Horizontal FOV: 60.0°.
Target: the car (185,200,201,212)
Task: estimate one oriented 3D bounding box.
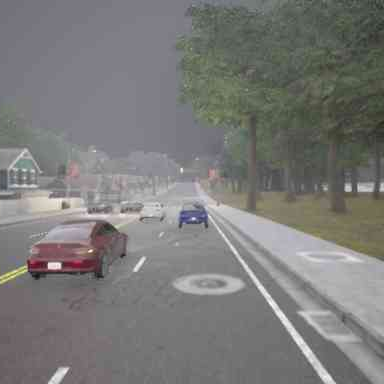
[{"bbox_3d":[0.086,1.708,41.023,1.895,1.301,4.718,0,0,0],"label":"car"}]

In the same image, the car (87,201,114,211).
[{"bbox_3d":[-9.775,1.642,35.741,1.994,1.385,4.181,0,0,0],"label":"car"}]

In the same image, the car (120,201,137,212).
[{"bbox_3d":[-6.518,1.647,36.513,1.994,1.385,4.181,0,0,0],"label":"car"}]

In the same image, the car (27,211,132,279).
[{"bbox_3d":[-3.150,1.526,9.920,1.812,1.442,4.674,0,0,0],"label":"car"}]

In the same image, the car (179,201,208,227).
[{"bbox_3d":[0.094,1.495,22.930,1.882,1.535,5.008,0,0,0],"label":"car"}]

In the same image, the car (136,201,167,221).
[{"bbox_3d":[-3.157,1.562,27.658,1.812,1.442,4.674,0,0,0],"label":"car"}]
